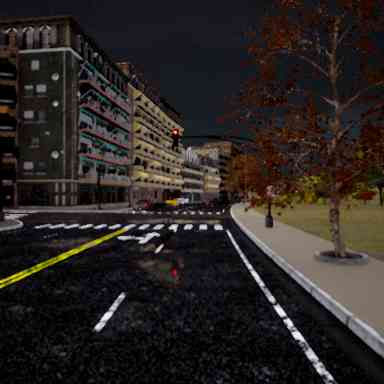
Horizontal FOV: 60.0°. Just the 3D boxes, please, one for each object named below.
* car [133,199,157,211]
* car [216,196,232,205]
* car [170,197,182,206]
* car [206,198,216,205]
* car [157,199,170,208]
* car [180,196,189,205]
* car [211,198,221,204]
[{"bbox_3d":[-6.945,1.781,47.850,2.097,1.767,4.553,0,-1,7],"label":"car"},{"bbox_3d":[7.579,2.029,77.907,2.150,2.045,5.566,0,-1,11],"label":"car"},{"bbox_3d":[-4.081,2.148,68.026,1.882,1.535,5.008,0,-1,9],"label":"car"},{"bbox_3d":[4.373,2.333,78.444,2.128,1.511,4.902,0,-1,11],"label":"car"},{"bbox_3d":[-5.676,2.148,57.848,1.895,1.301,4.718,0,-1,8],"label":"car"},{"bbox_3d":[-2.241,2.025,78.437,2.150,2.045,5.566,0,-1,10],"label":"car"},{"bbox_3d":[6.453,2.379,88.594,1.882,1.535,5.008,0,-1,13],"label":"car"}]
